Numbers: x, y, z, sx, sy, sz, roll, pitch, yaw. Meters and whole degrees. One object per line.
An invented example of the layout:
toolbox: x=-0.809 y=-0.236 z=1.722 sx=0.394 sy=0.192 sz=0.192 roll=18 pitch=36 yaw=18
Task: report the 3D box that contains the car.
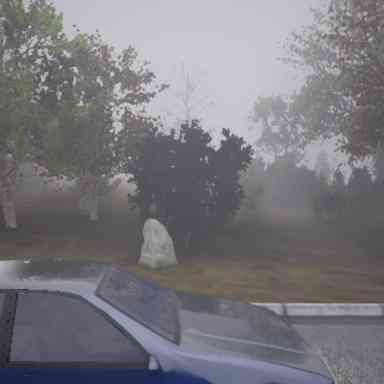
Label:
car: x=-1.401 y=1.452 z=3.327 sx=5.357 sy=1.411 sz=2.033 roll=3 pitch=1 yaw=-5
